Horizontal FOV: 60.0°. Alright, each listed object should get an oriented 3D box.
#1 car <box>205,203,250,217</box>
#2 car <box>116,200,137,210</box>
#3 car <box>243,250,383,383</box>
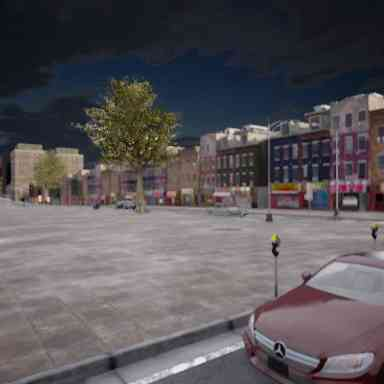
[{"bbox_3d":[3.340,1.745,32.117,1.895,1.301,4.718,0,-1,-36],"label":"car"},{"bbox_3d":[-10.104,2.064,51.028,1.837,1.490,4.892,0,-1,-35],"label":"car"},{"bbox_3d":[2.595,1.554,4.652,4.206,1.307,1.802,0,0,-35],"label":"car"}]
